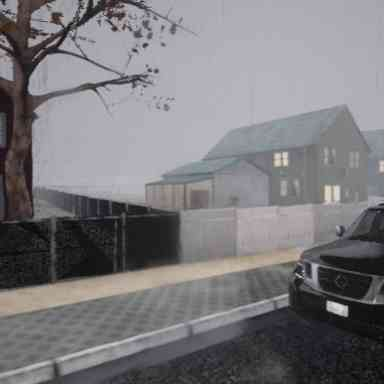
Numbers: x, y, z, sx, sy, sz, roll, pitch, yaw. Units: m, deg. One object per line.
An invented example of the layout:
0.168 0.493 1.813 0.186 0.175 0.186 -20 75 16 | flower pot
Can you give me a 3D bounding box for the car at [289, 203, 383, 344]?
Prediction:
4.207 1.215 6.082 5.566 2.045 2.150 0 0 -35 | car
